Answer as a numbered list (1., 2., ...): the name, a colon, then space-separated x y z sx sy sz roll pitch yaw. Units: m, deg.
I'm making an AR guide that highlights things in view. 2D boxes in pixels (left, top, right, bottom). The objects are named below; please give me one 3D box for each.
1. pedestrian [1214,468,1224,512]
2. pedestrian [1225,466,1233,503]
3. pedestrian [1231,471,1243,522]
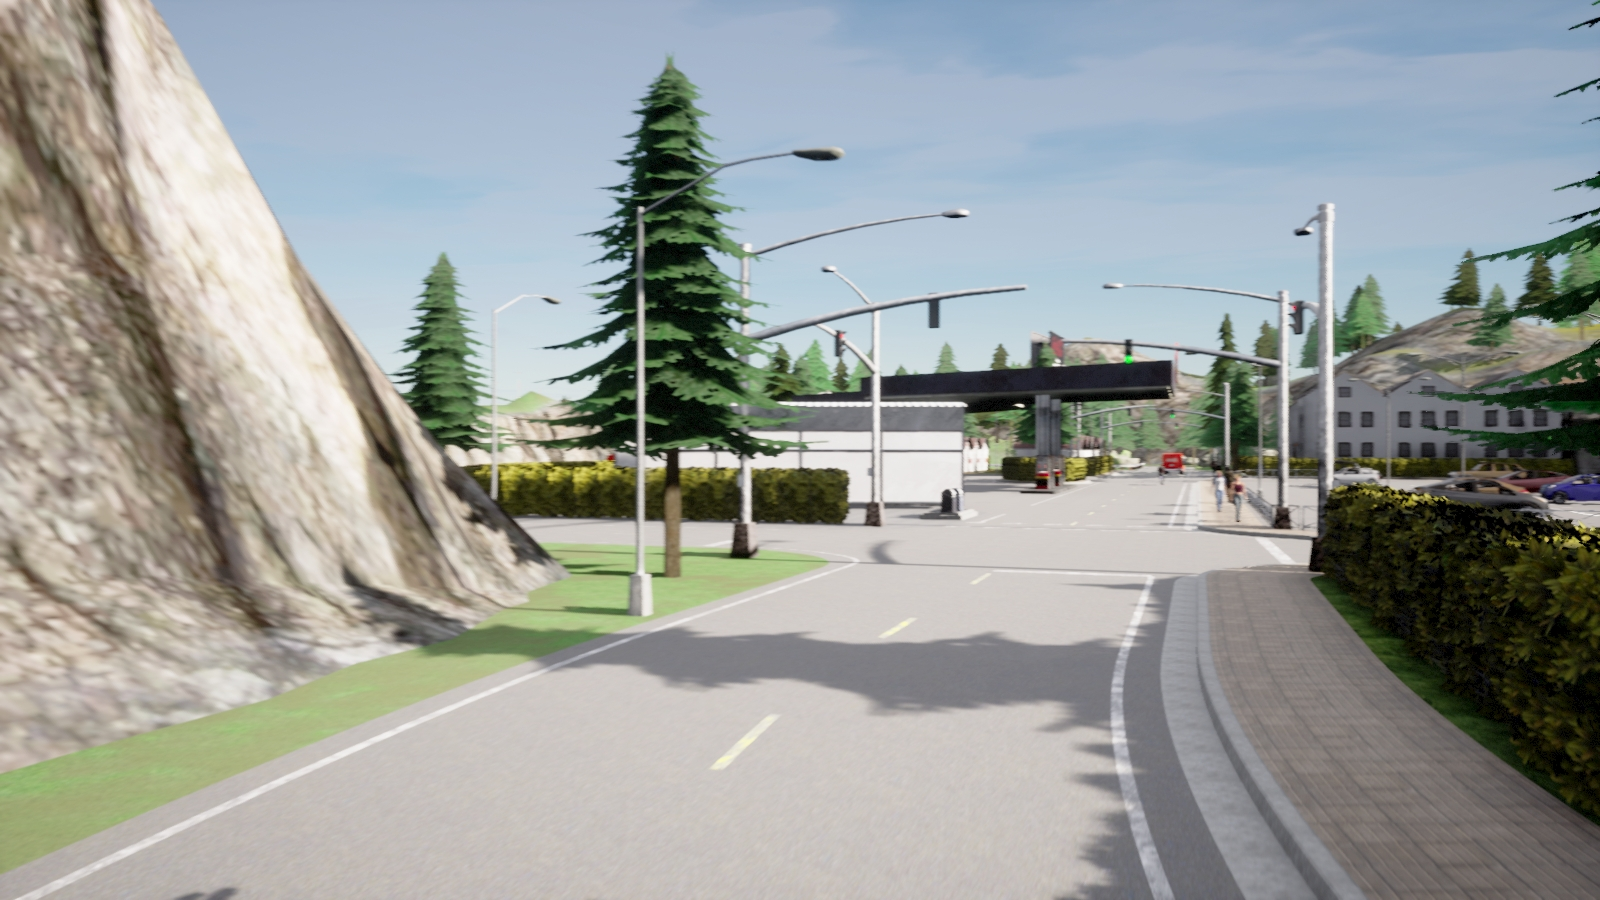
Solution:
1. pedestrian: 17.825 1.712 48.581 0.375 1.860 0.375 0 0 15
2. pedestrian: 21.323 1.715 56.772 0.375 1.860 0.375 0 0 19
3. pedestrian: 16.032 1.711 41.876 0.375 1.860 0.375 0 0 15
